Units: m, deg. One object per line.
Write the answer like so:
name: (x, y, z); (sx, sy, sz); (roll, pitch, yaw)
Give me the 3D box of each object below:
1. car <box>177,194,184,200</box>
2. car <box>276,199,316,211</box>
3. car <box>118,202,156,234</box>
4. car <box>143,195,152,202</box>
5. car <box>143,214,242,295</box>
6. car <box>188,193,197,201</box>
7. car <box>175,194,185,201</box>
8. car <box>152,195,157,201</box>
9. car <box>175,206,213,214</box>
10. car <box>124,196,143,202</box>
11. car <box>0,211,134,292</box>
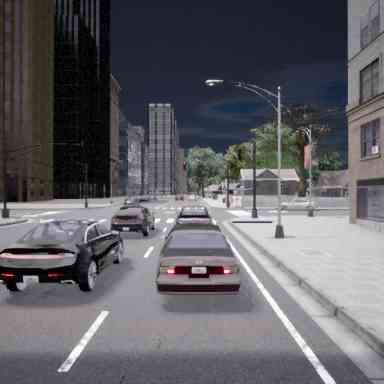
car: (-3.150, 1.310, 94.032); (1.882, 1.535, 5.008); (0, 0, 0)
car: (12.687, 1.575, 40.801); (4.674, 1.442, 1.812); (-1, -1, 2)
car: (-3.131, 1.504, 18.190); (1.837, 1.490, 4.892); (0, 0, 0)
car: (-9.692, 1.593, 66.336); (1.895, 1.301, 4.718); (0, 0, 0)
car: (0.100, 1.545, 8.857); (2.033, 1.411, 5.357); (0, 0, -1)
car: (0.089, 1.510, 84.023); (1.812, 1.442, 4.674); (0, 0, 0)
car: (-3.161, 1.341, 83.997); (2.097, 1.767, 4.553); (0, 0, 0)
car: (-9.664, 1.516, 81.492); (1.812, 1.442, 4.674); (0, 0, 0)
car: (0.117, 1.491, 17.910); (2.128, 1.511, 4.902); (0, 0, 0)
car: (-9.769, 1.485, 53.875); (2.128, 1.511, 4.902); (0, 0, 1)
car: (-3.142, 1.492, 8.930); (2.128, 1.511, 4.902); (0, 0, 0)
